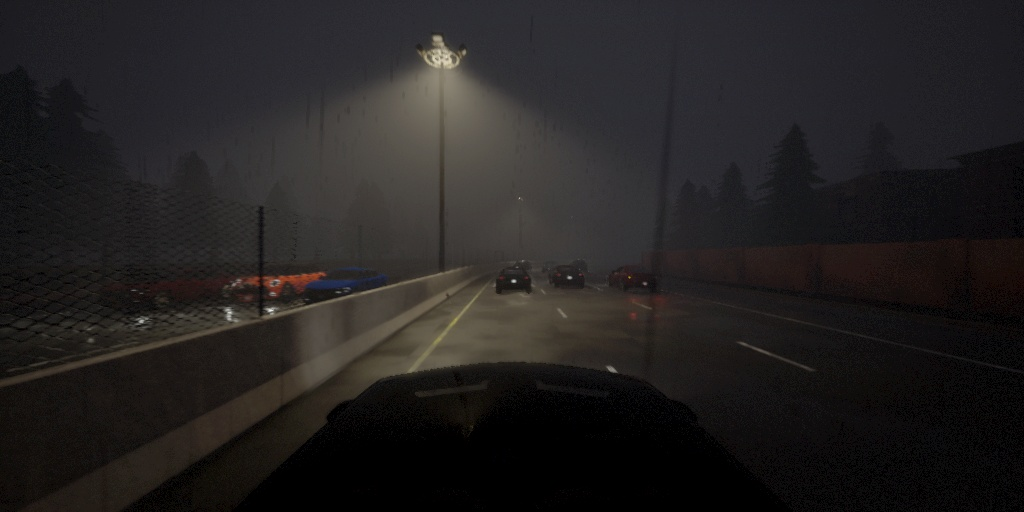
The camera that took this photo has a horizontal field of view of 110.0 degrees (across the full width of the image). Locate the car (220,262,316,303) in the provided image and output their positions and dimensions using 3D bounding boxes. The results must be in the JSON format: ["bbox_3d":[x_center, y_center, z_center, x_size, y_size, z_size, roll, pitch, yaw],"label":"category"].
[{"bbox_3d":[-10.501,1.105,16.567,2.097,1.767,4.553,0,0,0],"label":"car"}]

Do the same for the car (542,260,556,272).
[{"bbox_3d":[4.949,1.278,45.385,1.812,1.442,4.674,-1,0,11],"label":"car"}]

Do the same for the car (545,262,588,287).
[{"bbox_3d":[3.608,1.316,24.314,1.994,1.385,4.181,0,0,0],"label":"car"}]

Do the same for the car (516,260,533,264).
[{"bbox_3d":[1.480,1.245,45.659,2.128,1.511,4.902,0,0,10],"label":"car"}]

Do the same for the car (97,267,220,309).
[{"bbox_3d":[-14.015,1.229,15.051,1.882,1.535,5.008,0,0,0],"label":"car"}]

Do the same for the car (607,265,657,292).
[{"bbox_3d":[7.103,1.277,21.442,1.812,1.442,4.674,0,0,0],"label":"car"}]

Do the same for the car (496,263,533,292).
[{"bbox_3d":[0.098,1.316,21.137,1.994,1.385,4.181,0,0,0],"label":"car"}]

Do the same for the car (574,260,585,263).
[{"bbox_3d":[8.227,1.258,43.851,1.837,1.490,4.892,-2,0,10],"label":"car"}]

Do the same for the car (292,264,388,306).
[{"bbox_3d":[-7.009,1.229,15.635,1.882,1.535,5.008,0,0,0],"label":"car"}]
